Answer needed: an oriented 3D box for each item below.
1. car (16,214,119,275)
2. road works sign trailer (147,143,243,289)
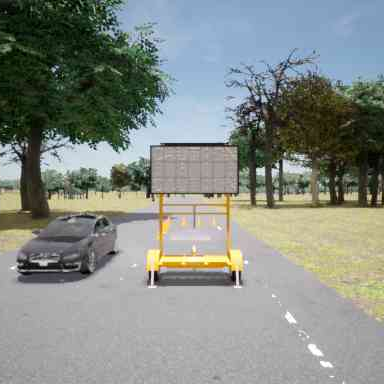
[{"bbox_3d":[-3.622,1.502,10.520,1.837,1.490,4.892,0,0,0],"label":"car"},{"bbox_3d":[0.067,0.461,9.161,2.380,3.560,2.880,0,0,0],"label":"road works sign trailer"}]
